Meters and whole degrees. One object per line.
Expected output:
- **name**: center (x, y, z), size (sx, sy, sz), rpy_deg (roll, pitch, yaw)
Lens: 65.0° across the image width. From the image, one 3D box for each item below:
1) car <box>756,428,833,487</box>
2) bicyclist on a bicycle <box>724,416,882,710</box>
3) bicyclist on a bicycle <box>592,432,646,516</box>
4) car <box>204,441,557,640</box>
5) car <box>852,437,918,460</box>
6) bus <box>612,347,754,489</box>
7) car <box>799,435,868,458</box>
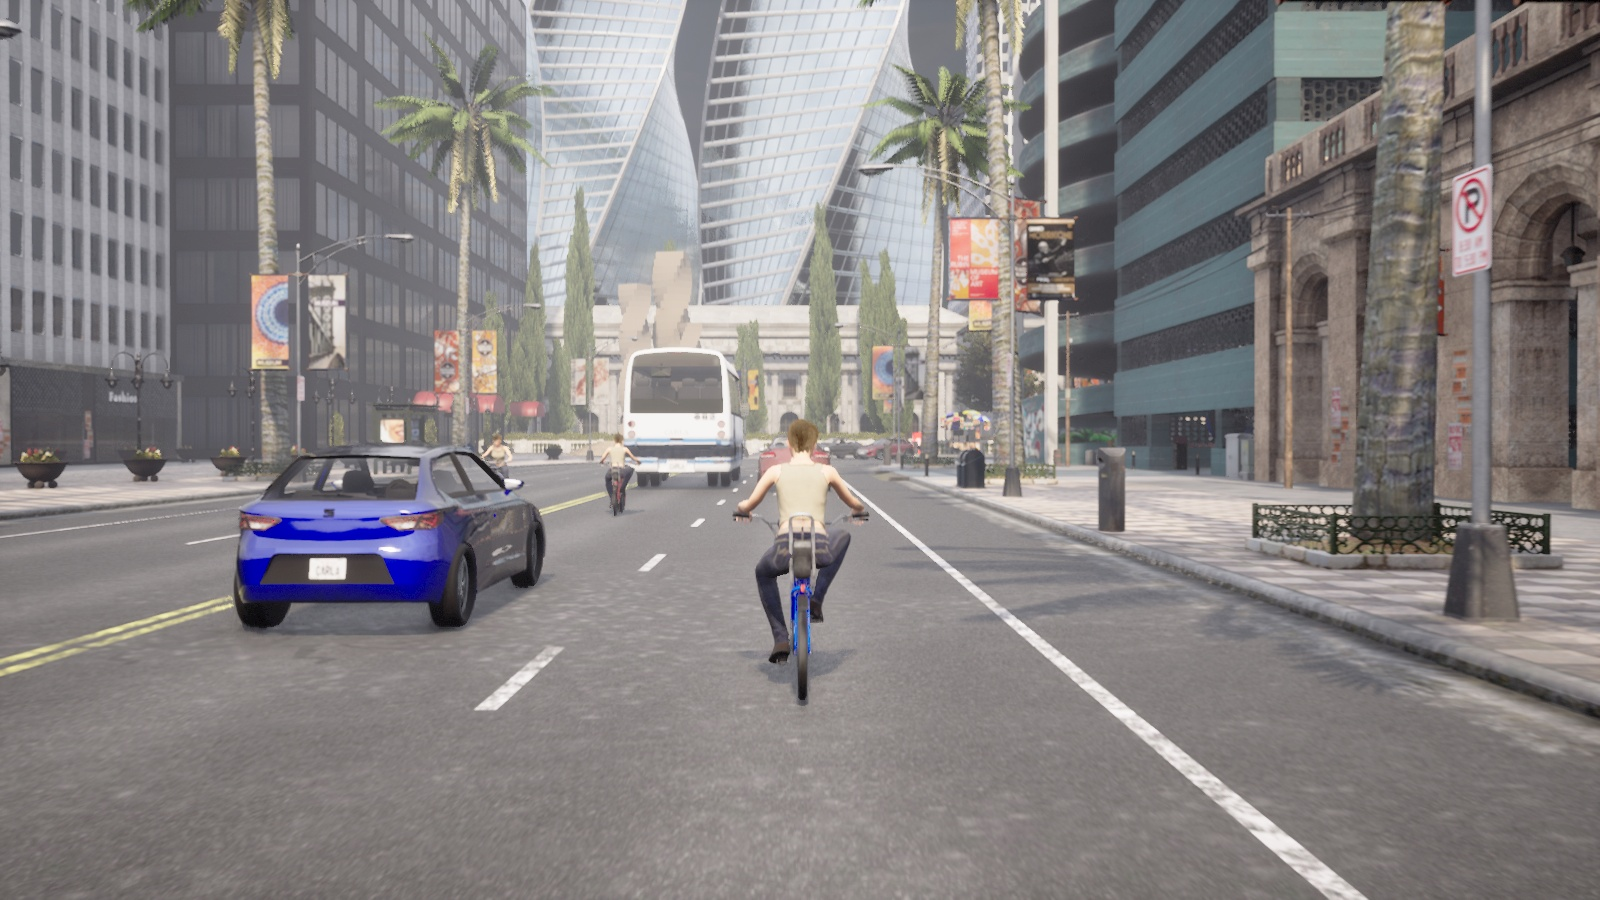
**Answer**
- **car**: center (-0.166, 0.195, 37.595), size (2.152, 1.651, 5.027), rpy_deg (0, 1, 0)
- **bicyclist on a bicycle**: center (0.008, 0.615, 7.660), size (0.866, 1.612, 1.509), rpy_deg (0, 0, -1)
- **bicyclist on a bicycle**: center (-3.589, 0.461, 24.958), size (0.866, 1.612, 1.509), rpy_deg (0, 0, -1)
- **car**: center (-3.517, 0.657, 11.413), size (1.816, 1.474, 4.193), rpy_deg (0, 1, 0)
- **car**: center (6.255, -0.126, 92.165), size (4.856, 1.649, 2.033), rpy_deg (0, 1, -40)
- **bus**: center (-3.695, -1.008, 42.784), size (3.944, 4.253, 10.273), rpy_deg (0, 1, 0)
- **car**: center (2.523, -0.291, 93.468), size (5.027, 1.651, 2.152), rpy_deg (0, 1, -43)
